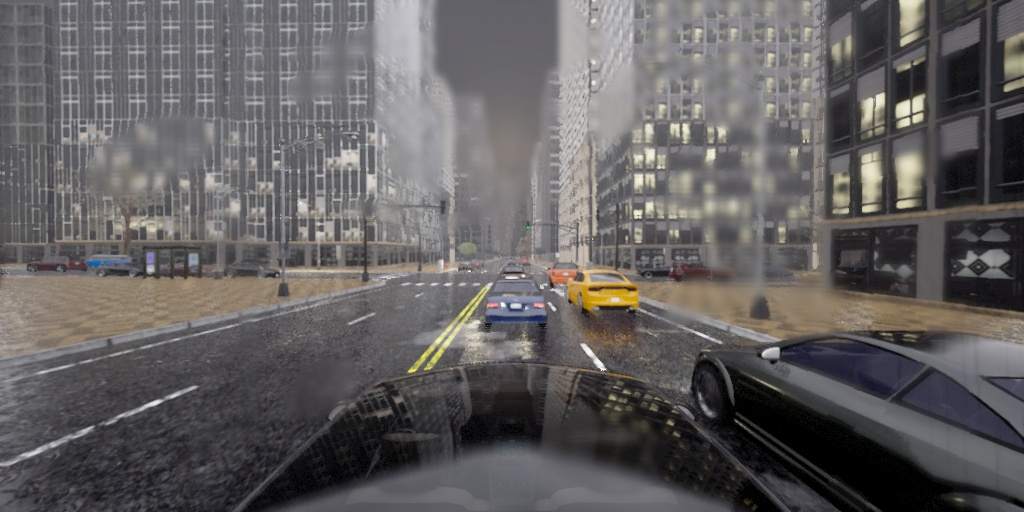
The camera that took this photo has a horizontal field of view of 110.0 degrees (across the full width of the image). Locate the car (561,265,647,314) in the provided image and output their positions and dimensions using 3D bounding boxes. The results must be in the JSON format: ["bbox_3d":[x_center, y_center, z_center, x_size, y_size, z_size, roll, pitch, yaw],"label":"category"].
[{"bbox_3d":[3.343,1.275,14.081,1.882,1.535,5.008,0,0,0],"label":"car"}]

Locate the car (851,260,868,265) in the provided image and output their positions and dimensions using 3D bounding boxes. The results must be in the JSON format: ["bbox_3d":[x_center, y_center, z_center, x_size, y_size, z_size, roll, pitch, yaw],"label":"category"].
[{"bbox_3d":[36.307,1.409,36.402,5.566,2.045,2.150,1,1,2],"label":"car"}]

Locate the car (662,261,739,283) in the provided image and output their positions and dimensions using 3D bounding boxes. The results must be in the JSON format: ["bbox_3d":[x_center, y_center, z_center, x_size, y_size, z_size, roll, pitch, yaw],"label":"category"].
[{"bbox_3d":[16.171,1.395,30.967,5.009,1.841,2.192,0,0,1],"label":"car"}]

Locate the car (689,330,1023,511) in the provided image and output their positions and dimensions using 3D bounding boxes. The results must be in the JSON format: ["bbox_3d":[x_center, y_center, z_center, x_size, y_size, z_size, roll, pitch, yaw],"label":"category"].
[{"bbox_3d":[3.345,1.320,3.068,1.994,1.385,4.181,0,0,0],"label":"car"}]

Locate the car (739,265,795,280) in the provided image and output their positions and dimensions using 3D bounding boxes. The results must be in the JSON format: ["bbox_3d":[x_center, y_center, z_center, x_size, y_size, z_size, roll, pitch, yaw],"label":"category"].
[{"bbox_3d":[25.656,1.642,36.591,5.357,1.411,2.033,0,1,1],"label":"car"}]

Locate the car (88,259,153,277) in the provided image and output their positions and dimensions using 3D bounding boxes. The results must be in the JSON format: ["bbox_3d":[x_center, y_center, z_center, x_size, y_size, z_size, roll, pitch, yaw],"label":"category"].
[{"bbox_3d":[-34.119,1.200,31.765,4.313,1.339,1.948,0,0,1],"label":"car"}]

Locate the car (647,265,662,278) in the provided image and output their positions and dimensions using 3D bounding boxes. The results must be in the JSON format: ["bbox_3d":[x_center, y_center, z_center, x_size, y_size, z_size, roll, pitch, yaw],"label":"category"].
[{"bbox_3d":[15.242,1.605,36.765,4.718,1.301,1.895,0,1,1],"label":"car"}]

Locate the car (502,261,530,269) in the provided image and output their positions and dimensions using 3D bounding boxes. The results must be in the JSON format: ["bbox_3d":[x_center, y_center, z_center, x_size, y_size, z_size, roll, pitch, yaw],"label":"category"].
[{"bbox_3d":[0.083,1.325,23.655,2.128,1.511,4.902,0,0,0],"label":"car"}]

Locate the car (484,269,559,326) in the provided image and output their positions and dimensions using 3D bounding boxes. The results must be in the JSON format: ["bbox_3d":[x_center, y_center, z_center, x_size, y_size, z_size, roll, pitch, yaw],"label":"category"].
[{"bbox_3d":[0.100,1.336,11.732,2.033,1.411,5.357,0,0,0],"label":"car"}]

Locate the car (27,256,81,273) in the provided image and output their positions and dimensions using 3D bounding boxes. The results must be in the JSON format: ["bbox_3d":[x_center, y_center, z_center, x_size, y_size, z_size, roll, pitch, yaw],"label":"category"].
[{"bbox_3d":[-48.000,0.790,37.866,4.553,1.767,2.097,0,1,1],"label":"car"}]

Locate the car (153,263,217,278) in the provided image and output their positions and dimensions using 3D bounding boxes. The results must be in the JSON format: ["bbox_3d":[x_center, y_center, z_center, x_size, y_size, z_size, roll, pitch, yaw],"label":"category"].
[{"bbox_3d":[-28.438,1.268,31.595,4.207,1.307,1.802,0,0,1],"label":"car"}]

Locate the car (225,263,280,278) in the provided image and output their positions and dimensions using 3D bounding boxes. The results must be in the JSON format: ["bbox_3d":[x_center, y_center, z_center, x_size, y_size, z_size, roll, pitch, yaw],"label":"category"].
[{"bbox_3d":[-22.754,1.303,31.466,4.313,1.339,1.948,0,0,1],"label":"car"}]

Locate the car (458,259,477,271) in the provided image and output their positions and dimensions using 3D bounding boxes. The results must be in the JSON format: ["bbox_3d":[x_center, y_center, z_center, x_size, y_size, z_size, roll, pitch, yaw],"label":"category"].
[{"bbox_3d":[-6.630,1.498,52.408,1.994,1.385,4.181,0,0,0],"label":"car"}]

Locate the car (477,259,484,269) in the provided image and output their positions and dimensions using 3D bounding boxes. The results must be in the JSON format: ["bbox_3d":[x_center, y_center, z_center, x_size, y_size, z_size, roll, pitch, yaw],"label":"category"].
[{"bbox_3d":[-6.607,1.317,62.410,2.097,1.767,4.553,0,0,0],"label":"car"}]

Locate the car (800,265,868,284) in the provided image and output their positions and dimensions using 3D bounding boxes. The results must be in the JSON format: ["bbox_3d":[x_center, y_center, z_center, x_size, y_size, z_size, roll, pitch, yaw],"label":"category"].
[{"bbox_3d":[27.620,1.704,30.779,4.829,1.417,1.751,0,0,1],"label":"car"}]

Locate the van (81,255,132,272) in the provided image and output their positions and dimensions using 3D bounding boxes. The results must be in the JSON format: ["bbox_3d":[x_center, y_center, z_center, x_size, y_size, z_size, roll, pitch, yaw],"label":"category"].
[{"bbox_3d":[-45.317,0.773,40.417,3.998,1.789,1.690,0,0,1],"label":"van"}]

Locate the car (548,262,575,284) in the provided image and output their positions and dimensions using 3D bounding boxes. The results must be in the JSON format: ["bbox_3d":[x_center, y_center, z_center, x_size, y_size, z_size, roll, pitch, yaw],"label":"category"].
[{"bbox_3d":[3.629,1.203,25.249,2.097,1.767,4.553,0,-1,4],"label":"car"}]
